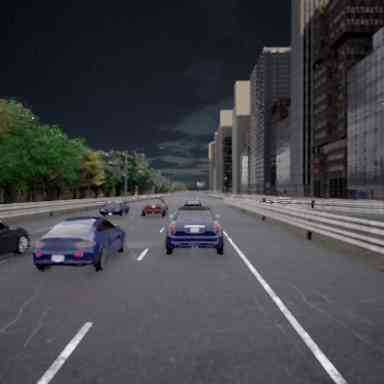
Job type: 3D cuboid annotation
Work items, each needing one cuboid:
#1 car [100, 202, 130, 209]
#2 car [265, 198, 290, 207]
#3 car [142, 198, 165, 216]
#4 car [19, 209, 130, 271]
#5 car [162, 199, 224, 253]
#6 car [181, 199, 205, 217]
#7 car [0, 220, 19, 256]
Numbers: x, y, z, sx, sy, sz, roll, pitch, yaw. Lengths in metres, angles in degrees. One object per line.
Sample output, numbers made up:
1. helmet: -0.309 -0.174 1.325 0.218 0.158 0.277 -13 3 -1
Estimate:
1. car: -6.892 1.559 30.310 1.895 1.301 4.718 0 0 0
2. car: 13.016 1.619 51.243 1.895 1.301 4.718 0 0 -16
3. car: -3.392 1.309 31.442 2.097 1.767 4.553 0 0 0
4. car: -3.397 1.508 10.729 1.812 1.442 4.674 0 0 0
5. car: 0.104 1.330 13.619 2.097 1.767 4.553 0 0 0
6. car: 0.108 1.448 31.665 2.128 1.511 4.902 0 0 0
7. car: -6.904 1.488 10.340 1.837 1.490 4.892 0 0 0
